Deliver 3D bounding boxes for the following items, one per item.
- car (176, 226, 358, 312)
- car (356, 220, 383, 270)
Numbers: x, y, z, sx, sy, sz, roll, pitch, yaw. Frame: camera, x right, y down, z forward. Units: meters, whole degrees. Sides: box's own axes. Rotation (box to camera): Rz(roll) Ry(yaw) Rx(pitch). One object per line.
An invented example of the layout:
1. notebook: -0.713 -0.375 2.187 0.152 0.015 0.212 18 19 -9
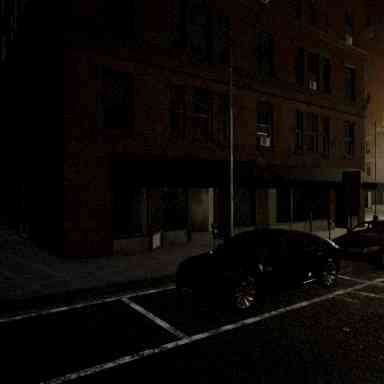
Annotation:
1. car: 1.683 1.566 7.714 4.313 1.339 1.947 0 0 -35
2. car: 6.173 1.582 10.894 4.206 1.307 1.802 0 0 -35
